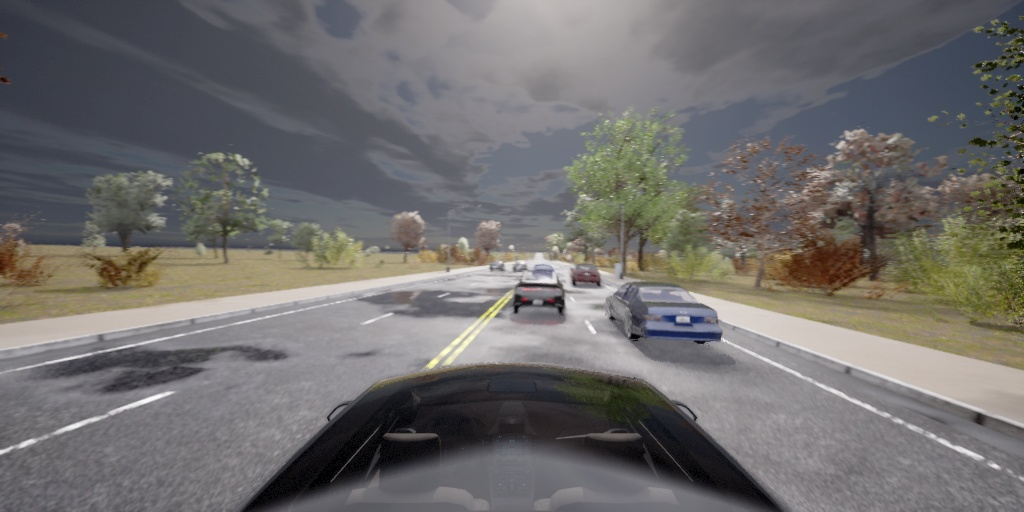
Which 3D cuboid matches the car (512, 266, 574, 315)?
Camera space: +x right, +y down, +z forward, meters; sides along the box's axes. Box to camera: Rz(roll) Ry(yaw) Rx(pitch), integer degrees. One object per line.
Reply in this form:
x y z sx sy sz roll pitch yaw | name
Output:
1.109 1.333 14.258 2.128 1.511 4.902 1 0 6 | car

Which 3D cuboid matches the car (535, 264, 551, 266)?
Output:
2.685 1.433 30.728 1.882 1.535 5.008 1 0 6 | car

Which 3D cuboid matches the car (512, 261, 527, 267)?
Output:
1.154 1.491 50.696 2.128 1.511 4.902 1 0 6 | car

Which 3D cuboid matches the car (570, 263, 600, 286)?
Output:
5.738 1.372 28.574 2.097 1.767 4.553 1 0 6 | car

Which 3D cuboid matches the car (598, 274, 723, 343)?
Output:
3.968 1.439 10.282 2.033 1.411 5.357 1 0 6 | car

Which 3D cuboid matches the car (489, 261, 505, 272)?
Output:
-2.082 1.413 50.987 2.128 1.511 4.902 1 0 6 | car
